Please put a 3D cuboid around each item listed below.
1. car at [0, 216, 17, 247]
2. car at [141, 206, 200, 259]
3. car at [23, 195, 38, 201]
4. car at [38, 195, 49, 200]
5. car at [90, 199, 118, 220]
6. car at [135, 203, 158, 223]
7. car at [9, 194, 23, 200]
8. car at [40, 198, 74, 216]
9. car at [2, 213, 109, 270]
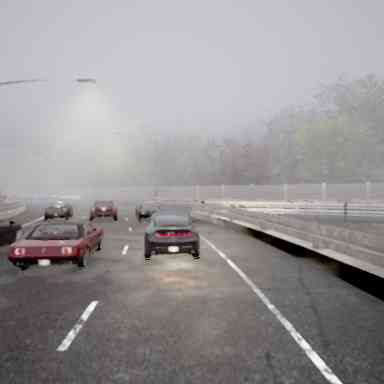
[{"bbox_3d":[-7.839,1.511,12.154,2.128,1.511,4.902,0,0,-7],"label":"car"},{"bbox_3d":[-0.847,1.494,12.543,1.837,1.490,4.892,0,0,-7],"label":"car"},{"bbox_3d":[-40.464,1.488,81.608,4.181,1.385,1.994,0,0,40],"label":"car"},{"bbox_3d":[-37.715,1.460,83.926,4.674,1.442,1.812,0,0,40],"label":"car"},{"bbox_3d":[-7.332,1.350,27.678,2.097,1.767,4.553,0,0,-15],"label":"car"},{"bbox_3d":[-3.580,1.585,27.256,1.895,1.301,4.718,0,0,-14],"label":"car"},{"bbox_3d":[-42.762,1.305,78.968,4.553,1.767,2.097,0,0,40],"label":"car"},{"bbox_3d":[-10.846,1.507,27.315,2.128,1.511,4.902,0,0,-15],"label":"car"},{"bbox_3d":[-4.181,1.606,11.121,1.895,1.301,4.718,0,0,-6],"label":"car"}]
